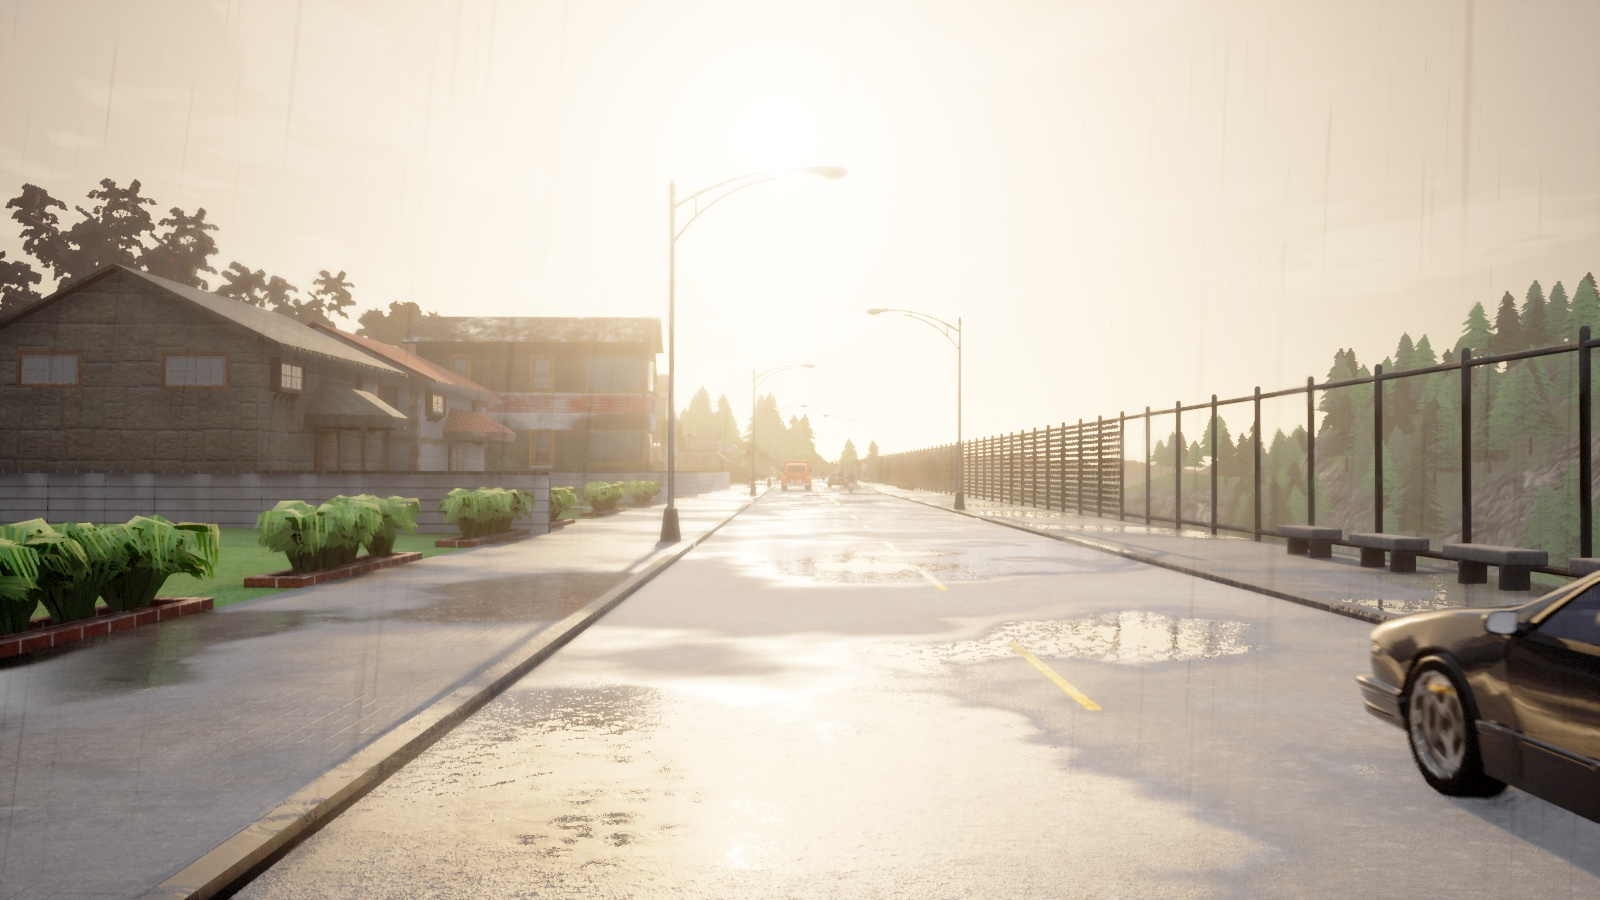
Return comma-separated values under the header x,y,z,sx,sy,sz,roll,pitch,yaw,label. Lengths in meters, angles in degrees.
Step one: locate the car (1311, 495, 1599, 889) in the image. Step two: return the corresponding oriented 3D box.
x,y,z,sx,sy,sz,roll,pitch,yaw,label
3.989,0.923,4.601,2.033,1.411,5.357,0,-1,0,car
